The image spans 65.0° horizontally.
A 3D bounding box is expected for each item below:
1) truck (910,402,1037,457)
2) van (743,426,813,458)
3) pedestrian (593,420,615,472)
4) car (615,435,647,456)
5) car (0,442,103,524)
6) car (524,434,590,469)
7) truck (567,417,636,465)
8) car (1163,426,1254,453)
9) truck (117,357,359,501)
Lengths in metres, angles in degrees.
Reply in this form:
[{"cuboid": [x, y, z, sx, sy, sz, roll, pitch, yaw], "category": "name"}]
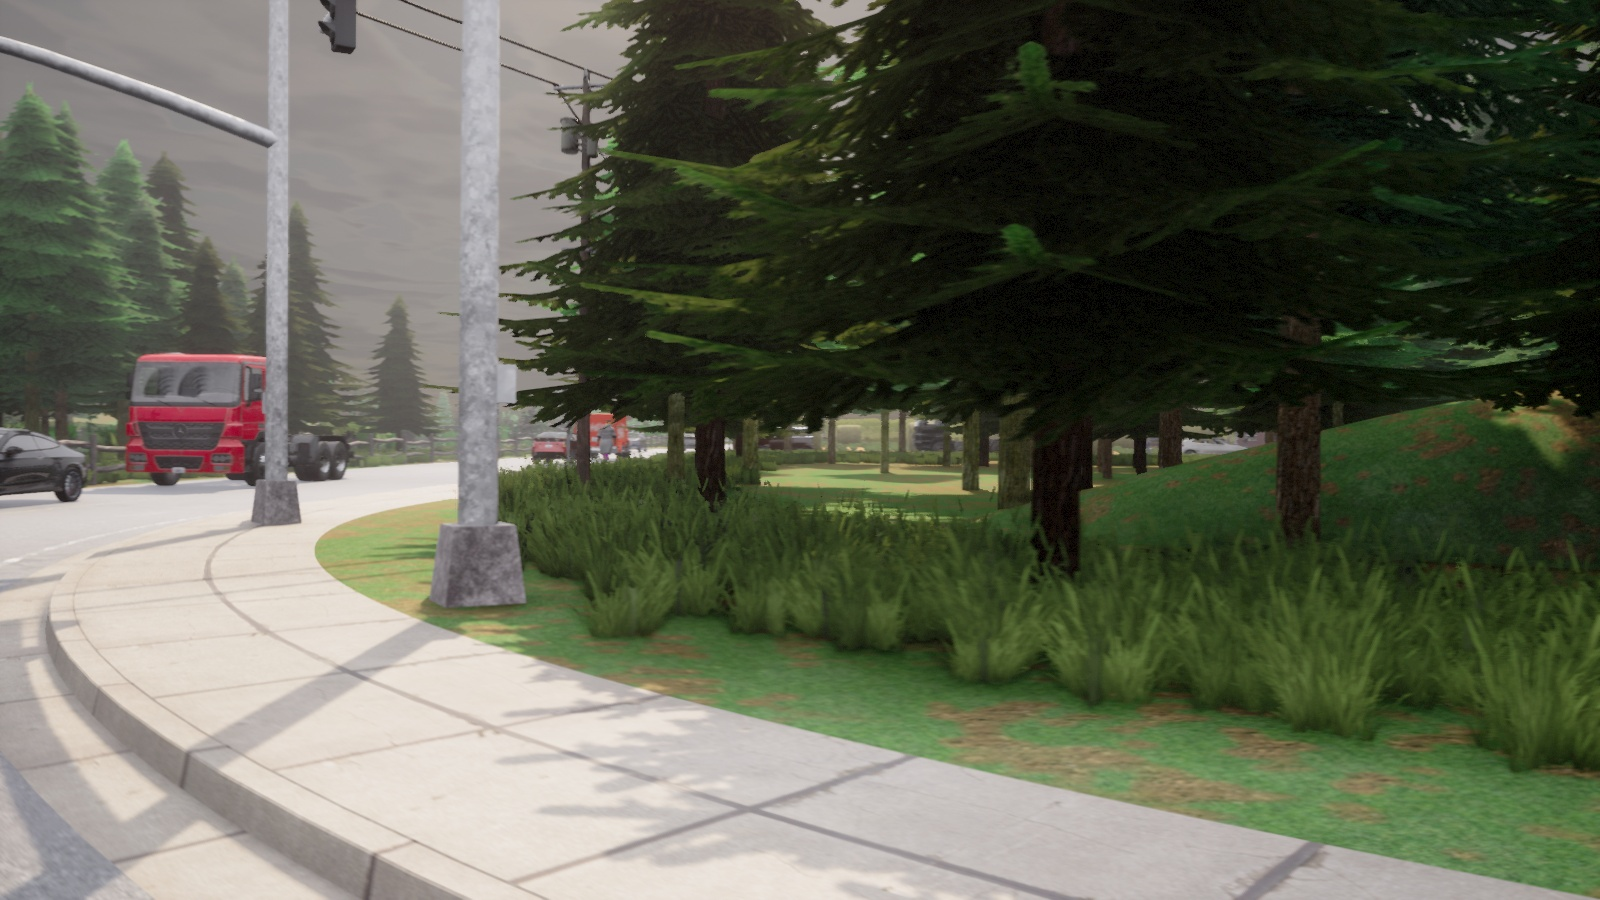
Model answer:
[{"cuboid": [11.274, -1.338, 82.184, 7.936, 3.462, 2.891, -1, 1, 0], "category": "truck"}, {"cuboid": [-1.417, -0.528, 82.191, 4.480, 2.038, 2.069, -1, 1, 0], "category": "van"}, {"cuboid": [-7.413, -0.141, 47.546, 0.659, 1.952, 0.873, 0, 1, 0], "category": "pedestrian"}, {"cuboid": [-12.773, -0.374, 95.095, 1.789, 1.549, 3.705, 0, 1, 3], "category": "car"}, {"cuboid": [-15.215, 0.592, 23.413, 1.812, 1.442, 4.674, 0, 1, 0], "category": "car"}, {"cuboid": [-11.048, 0.049, 57.357, 2.007, 1.525, 4.514, 0, 1, 2], "category": "car"}, {"cuboid": [-10.609, -0.514, 67.472, 2.627, 2.467, 5.204, 0, 1, 3], "category": "truck"}, {"cuboid": [25.566, -0.651, 78.695, 5.027, 1.651, 2.152, 0, 1, 0], "category": "car"}, {"cuboid": [-15.016, -0.554, 34.412, 2.891, 3.462, 7.936, 0, 1, 1], "category": "truck"}]
